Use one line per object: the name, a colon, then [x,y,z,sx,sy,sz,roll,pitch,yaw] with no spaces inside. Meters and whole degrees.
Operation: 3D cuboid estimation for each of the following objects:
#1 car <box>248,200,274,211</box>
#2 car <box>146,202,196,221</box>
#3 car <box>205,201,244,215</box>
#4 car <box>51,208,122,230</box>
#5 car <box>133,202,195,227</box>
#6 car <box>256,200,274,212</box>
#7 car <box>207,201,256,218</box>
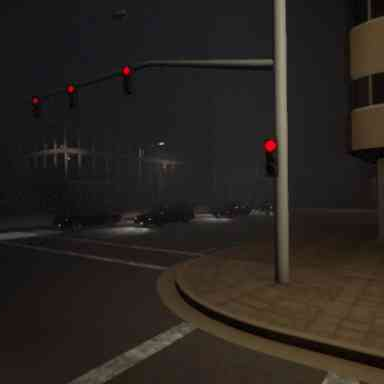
car: [9.826,1.812,46.900,1.994,1.385,4.181,-1,-1,37]
car: [-1.852,1.756,30.928,1.837,1.490,4.892,-1,-1,36]
car: [3.914,1.797,38.847,2.033,1.411,5.357,-1,-1,36]
car: [-7.333,1.853,23.400,1.895,1.301,4.718,-1,-1,36]
car: [-1.888,1.754,24.935,2.033,1.411,5.357,-1,-1,36]
car: [10.246,1.751,41.575,2.033,1.411,5.357,-1,-1,36]
car: [4.042,1.752,33.076,2.033,1.411,5.357,-1,-1,36]
